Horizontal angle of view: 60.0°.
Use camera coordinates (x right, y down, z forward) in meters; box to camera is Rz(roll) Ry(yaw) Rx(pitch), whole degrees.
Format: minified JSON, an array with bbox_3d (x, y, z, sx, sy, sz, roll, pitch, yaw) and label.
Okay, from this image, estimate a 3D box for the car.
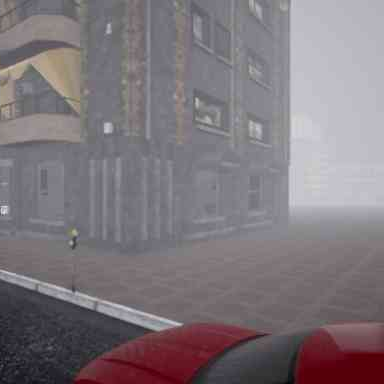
[{"bbox_3d":[1.090,1.543,1.949,4.507,1.381,1.887,1,0,36],"label":"car"}]
